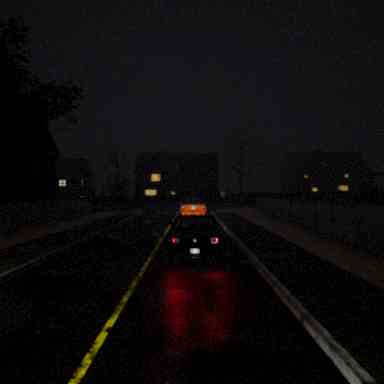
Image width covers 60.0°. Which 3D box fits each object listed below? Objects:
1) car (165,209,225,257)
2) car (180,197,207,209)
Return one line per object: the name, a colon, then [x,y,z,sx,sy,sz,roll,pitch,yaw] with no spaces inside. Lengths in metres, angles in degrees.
car: [0.097,1.528,12.560,1.895,1.301,4.718,0,0,0]
car: [0.089,1.215,26.719,2.097,1.767,4.553,0,0,0]
